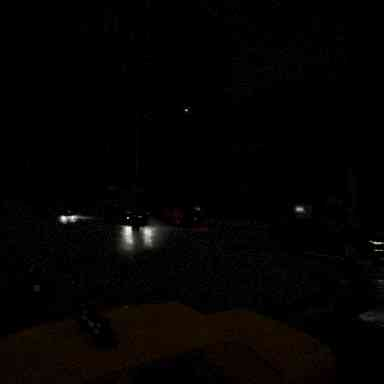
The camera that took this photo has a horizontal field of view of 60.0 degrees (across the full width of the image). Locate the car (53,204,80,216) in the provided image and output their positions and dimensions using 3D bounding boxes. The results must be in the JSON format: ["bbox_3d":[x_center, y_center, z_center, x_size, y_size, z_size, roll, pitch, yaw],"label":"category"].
[{"bbox_3d":[-16.285,2.227,42.416,2.128,1.511,4.902,2,-2,-35],"label":"car"}]

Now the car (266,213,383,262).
[{"bbox_3d":[5.040,1.571,12.523,1.837,1.490,4.892,2,-2,-36],"label":"car"}]

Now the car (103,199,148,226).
[{"bbox_3d":[-5.460,1.583,27.207,2.150,2.045,5.566,2,-2,-36],"label":"car"}]

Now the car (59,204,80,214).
[{"bbox_3d":[-18.843,2.576,50.957,1.895,1.301,4.718,2,-2,-36],"label":"car"}]

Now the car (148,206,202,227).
[{"bbox_3d":[-1.205,1.844,26.346,1.882,1.535,5.008,2,-2,-36],"label":"car"}]

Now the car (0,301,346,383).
[{"bbox_3d":[-0.888,1.526,2.156,4.829,1.417,1.752,0,1,-35],"label":"car"}]
